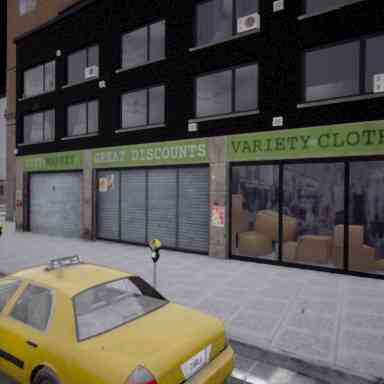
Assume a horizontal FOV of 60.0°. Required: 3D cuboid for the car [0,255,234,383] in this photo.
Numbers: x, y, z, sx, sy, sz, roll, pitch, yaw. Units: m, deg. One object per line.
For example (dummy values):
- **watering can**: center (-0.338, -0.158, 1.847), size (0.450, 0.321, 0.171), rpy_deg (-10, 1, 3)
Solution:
- **car**: center (-1.836, 1.523, 4.401), size (4.829, 1.417, 1.752), rpy_deg (0, 1, 36)
